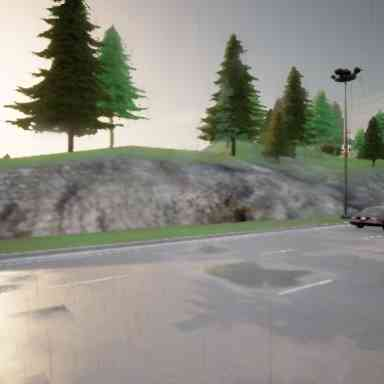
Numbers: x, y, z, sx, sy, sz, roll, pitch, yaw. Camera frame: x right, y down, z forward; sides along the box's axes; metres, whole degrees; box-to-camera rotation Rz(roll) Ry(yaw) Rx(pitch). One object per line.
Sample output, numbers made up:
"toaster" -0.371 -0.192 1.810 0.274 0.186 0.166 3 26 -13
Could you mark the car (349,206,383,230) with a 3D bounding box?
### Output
"car" 12.105 1.603 20.998 5.357 1.411 2.033 0 0 -36
